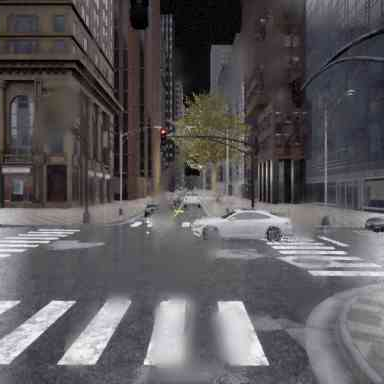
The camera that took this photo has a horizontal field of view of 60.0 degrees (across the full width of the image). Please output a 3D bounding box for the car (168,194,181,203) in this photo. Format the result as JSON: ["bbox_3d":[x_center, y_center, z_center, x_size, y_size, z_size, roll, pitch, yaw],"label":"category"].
[{"bbox_3d":[-3.119,1.192,59.811,2.128,1.511,4.902,0,1,1],"label":"car"}]

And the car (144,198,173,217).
[{"bbox_3d":[-3.134,1.490,30.286,1.994,1.385,4.181,0,0,0],"label":"car"}]

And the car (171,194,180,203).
[{"bbox_3d":[-3.153,1.393,49.415,1.895,1.301,4.718,0,0,0],"label":"car"}]

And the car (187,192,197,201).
[{"bbox_3d":[0.013,0.947,69.748,2.097,1.767,4.553,0,1,0],"label":"car"}]

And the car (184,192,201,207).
[{"bbox_3d":[0.042,1.025,47.534,2.150,2.045,5.566,0,0,0],"label":"car"}]

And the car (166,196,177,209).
[{"bbox_3d":[-3.144,1.470,39.078,1.895,1.301,4.718,0,0,0],"label":"car"}]

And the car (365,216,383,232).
[{"bbox_3d":[11.907,1.632,18.342,4.403,1.369,2.008,0,0,0],"label":"car"}]

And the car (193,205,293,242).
[{"bbox_3d":[2.373,1.527,15.718,4.674,1.442,1.812,1,0,0],"label":"car"}]
